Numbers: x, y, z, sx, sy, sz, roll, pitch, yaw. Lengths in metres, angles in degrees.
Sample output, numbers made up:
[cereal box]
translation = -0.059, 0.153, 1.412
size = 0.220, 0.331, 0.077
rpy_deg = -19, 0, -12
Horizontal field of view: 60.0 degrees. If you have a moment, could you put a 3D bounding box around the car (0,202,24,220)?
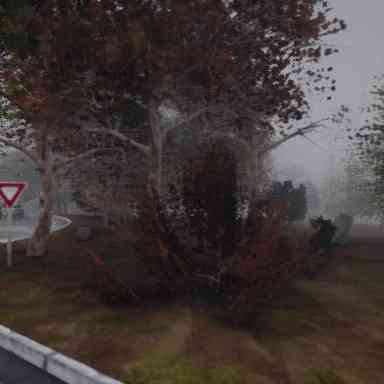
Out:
[car]
translation = -16.261, 1.564, 28.946
size = 2.128, 1.511, 4.902
rpy_deg = 0, 0, -44
